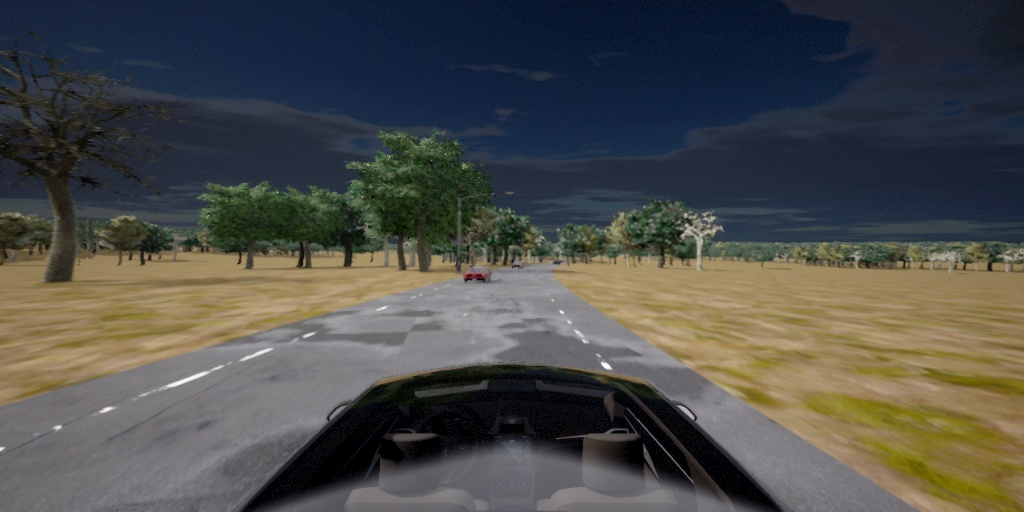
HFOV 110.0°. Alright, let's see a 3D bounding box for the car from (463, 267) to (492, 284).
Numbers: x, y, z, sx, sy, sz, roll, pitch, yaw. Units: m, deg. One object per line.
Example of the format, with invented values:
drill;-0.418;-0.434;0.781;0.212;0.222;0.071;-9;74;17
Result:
car;-2.814;1.566;29.981;1.895;1.301;4.718;0;0;3
